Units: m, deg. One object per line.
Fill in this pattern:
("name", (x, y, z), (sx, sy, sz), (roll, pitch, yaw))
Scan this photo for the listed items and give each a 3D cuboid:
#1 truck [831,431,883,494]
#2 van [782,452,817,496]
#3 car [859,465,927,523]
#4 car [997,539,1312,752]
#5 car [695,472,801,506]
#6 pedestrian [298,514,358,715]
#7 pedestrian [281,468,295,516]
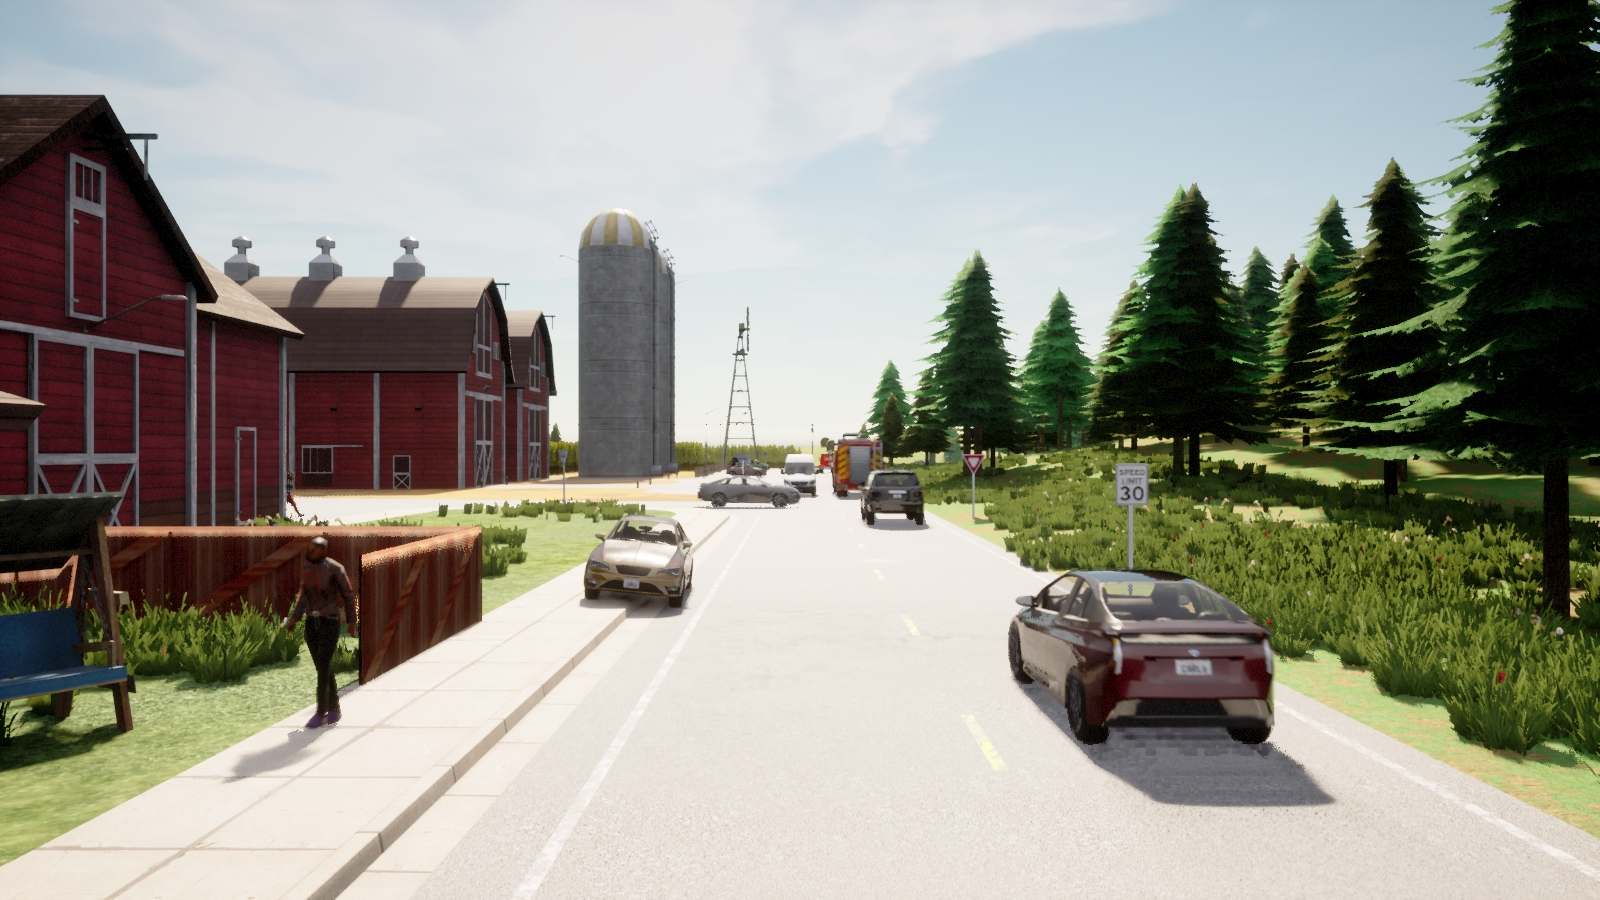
("truck", (3.559, 0.751, 72.814), (2.891, 3.827, 8.468), (0, 0, 0))
("van", (0.006, 1.394, 69.906), (1.988, 2.561, 5.915), (0, 0, 1))
("car", (3.547, 1.640, 44.447), (2.150, 2.045, 5.566), (0, 0, 0))
("car", (3.519, 1.900, 12.339), (2.007, 1.525, 4.514), (0, 0, 0))
("car", (-2.463, 1.843, 54.048), (4.902, 1.511, 2.128), (0, 0, -4))
("pedestrian", (-4.528, 1.555, 10.959), (0.375, 1.860, 0.375), (0, 0, 18))
("pedestrian", (-19.826, 1.616, 44.227), (0.375, 1.860, 0.375), (0, 0, -2))
